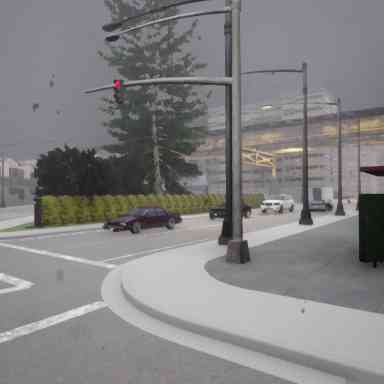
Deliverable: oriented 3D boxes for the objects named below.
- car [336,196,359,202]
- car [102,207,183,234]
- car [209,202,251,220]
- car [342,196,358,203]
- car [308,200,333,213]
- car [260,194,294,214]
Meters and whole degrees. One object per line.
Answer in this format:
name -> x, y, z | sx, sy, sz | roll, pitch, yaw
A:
car -> 31.871, 1.364, 68.050 | 4.536, 1.218, 1.853 | 0, 0, -29
car -> -2.771, 1.602, 20.068 | 2.033, 1.411, 5.357 | -1, 0, 36
car -> 3.344, 1.535, 28.519 | 1.882, 1.535, 5.008 | -1, 0, 36
car -> 31.827, 1.522, 68.023 | 4.974, 1.542, 2.038 | 0, 0, -29
car -> 14.655, 1.589, 37.863 | 1.994, 1.385, 4.181 | -1, 0, 36
car -> 9.639, 1.281, 37.189 | 2.150, 2.045, 5.566 | -1, 0, 36
